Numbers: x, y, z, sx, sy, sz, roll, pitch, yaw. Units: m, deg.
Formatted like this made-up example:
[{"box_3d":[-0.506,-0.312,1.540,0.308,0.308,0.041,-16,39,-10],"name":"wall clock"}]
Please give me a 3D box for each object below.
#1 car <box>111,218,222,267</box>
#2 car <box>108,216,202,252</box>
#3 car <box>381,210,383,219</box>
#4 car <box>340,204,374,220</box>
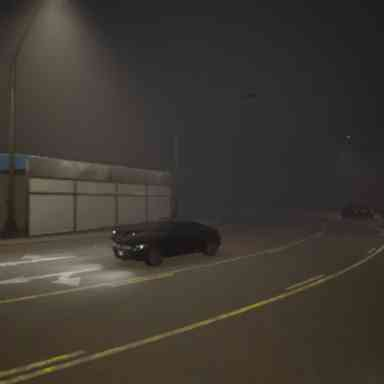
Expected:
[{"box_3d":[-0.749,1.823,12.857,1.812,1.442,4.674,-2,-2,45],"name":"car"},{"box_3d":[-1.713,1.992,16.834,1.895,1.301,4.718,-1,-2,41],"name":"car"},{"box_3d":[21.533,2.173,34.746,2.128,1.511,4.902,0,-1,7],"name":"car"},{"box_3d":[18.221,2.099,36.975,2.097,1.767,4.553,0,-1,5],"name":"car"}]
